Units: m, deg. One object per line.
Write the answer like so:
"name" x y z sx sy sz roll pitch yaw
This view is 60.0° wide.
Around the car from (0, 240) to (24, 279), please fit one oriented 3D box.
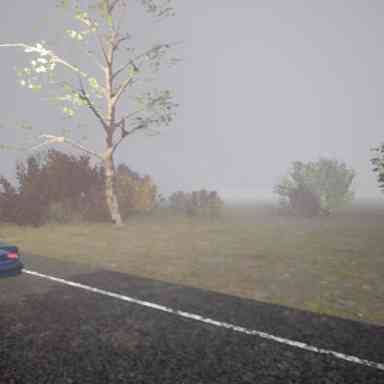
"car" -6.547 1.548 8.757 5.357 1.411 2.033 0 0 36
